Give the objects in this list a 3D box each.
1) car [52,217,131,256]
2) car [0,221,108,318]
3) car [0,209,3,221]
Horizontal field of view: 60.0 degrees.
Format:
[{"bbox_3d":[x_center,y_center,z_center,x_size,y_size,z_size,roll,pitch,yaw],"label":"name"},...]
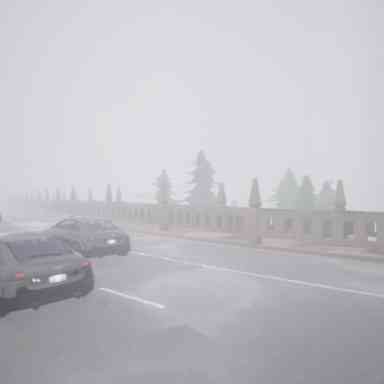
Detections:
[{"bbox_3d":[-4.107,1.603,12.288,4.181,1.385,1.994,0,0,43],"label":"car"},{"bbox_3d":[-4.048,1.585,7.526,4.181,1.385,1.994,0,0,40],"label":"car"},{"bbox_3d":[-15.877,1.632,25.779,2.033,1.411,5.357,0,0,-35],"label":"car"}]
